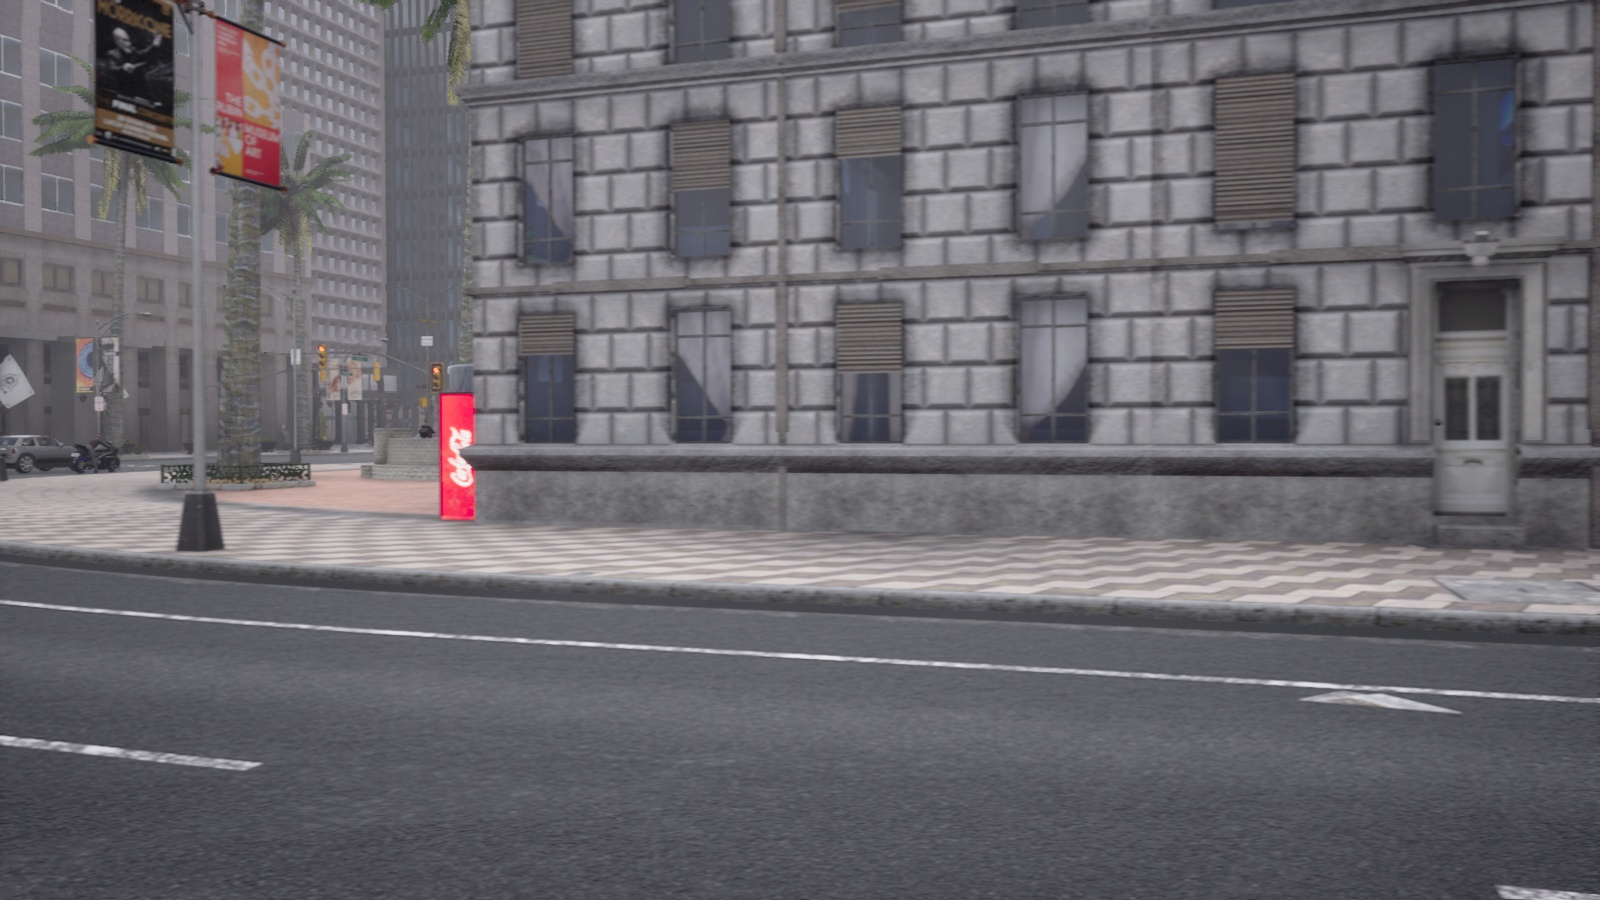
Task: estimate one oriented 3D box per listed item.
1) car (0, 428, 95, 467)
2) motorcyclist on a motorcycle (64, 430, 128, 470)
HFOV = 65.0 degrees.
[{"bbox_3d":[-30.535,-0.125,50.215,1.970,1.475,3.806,0,1,15],"label":"car"},{"bbox_3d":[-27.352,-0.021,48.836,0.866,1.530,2.191,0,1,15],"label":"motorcyclist on a motorcycle"}]
